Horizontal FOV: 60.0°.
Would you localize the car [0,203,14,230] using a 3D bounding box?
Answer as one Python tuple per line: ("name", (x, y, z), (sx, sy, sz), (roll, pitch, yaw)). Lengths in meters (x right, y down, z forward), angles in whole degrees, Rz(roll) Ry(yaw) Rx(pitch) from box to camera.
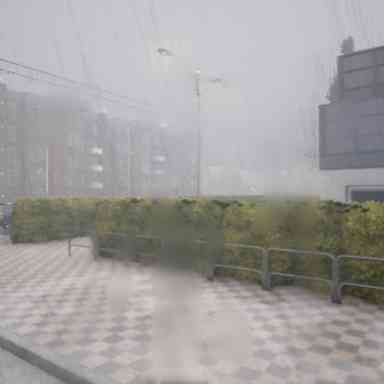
("car", (-11.253, 1.501, 22.662), (2.097, 1.767, 4.553), (0, 0, 35))
